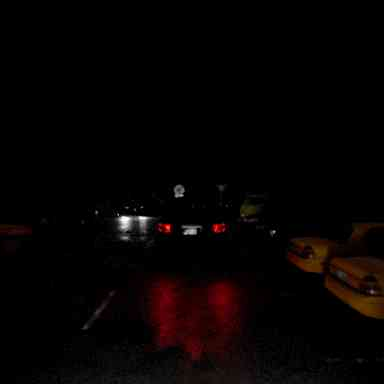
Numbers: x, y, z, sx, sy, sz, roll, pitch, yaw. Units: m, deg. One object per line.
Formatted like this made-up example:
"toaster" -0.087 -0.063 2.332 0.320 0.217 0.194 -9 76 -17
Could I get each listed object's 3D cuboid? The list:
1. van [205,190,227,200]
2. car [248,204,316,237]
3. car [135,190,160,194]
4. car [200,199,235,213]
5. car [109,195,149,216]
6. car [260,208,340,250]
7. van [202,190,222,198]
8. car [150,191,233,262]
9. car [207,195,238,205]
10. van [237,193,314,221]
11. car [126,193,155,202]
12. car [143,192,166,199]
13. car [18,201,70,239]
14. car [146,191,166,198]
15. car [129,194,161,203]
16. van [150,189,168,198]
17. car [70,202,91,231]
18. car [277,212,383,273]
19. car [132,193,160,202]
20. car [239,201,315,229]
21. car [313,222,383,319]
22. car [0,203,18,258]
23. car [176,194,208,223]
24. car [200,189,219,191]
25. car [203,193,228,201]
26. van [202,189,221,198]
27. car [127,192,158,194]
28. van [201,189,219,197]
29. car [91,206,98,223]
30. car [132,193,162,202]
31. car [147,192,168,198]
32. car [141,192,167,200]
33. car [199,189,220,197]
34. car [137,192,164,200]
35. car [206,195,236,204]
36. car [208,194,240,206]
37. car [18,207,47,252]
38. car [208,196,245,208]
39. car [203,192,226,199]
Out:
"van" 4.864 0.634 69.093 4.442 1.987 1.878 0 1 0
"car" 5.045 1.417 14.387 4.674 1.452 2.002 0 1 0
"car" -8.295 0.950 55.127 5.566 2.045 2.435 0 1 0
"car" 2.719 1.446 36.151 1.994 1.385 4.181 2 -1 -25
"car" -5.745 1.226 28.652 1.837 1.490 4.892 2 -2 -30
"car" 5.070 1.449 11.475 4.792 1.488 2.163 0 1 0
"van" 4.634 0.468 77.255 4.442 1.987 1.878 0 1 0
"car" 0.033 1.154 11.997 2.150 2.045 5.566 0 1 1
"car" 4.729 1.299 52.361 4.792 1.488 2.163 0 1 0
"van" 4.917 1.060 19.841 4.442 1.987 1.878 -1 1 0
"car" -8.349 1.367 49.584 4.792 1.488 2.163 0 1 0
"car" -8.342 0.744 74.550 4.892 1.521 2.231 0 1 0
"car" -8.006 1.255 14.193 4.553 1.767 2.185 0 1 0
"car" -8.307 0.567 77.327 4.553 1.767 2.185 0 1 0
"car" -8.140 1.130 57.909 5.366 1.575 1.946 0 1 0
"van" -8.225 0.376 82.875 4.442 1.987 1.878 0 1 0
"car" -8.008 1.363 16.981 4.792 1.488 2.163 0 1 0
"car" 5.227 1.448 8.683 5.366 1.575 1.946 0 1 0
"car" -8.321 1.065 60.685 4.892 1.521 2.231 0 1 0
"car" 5.045 1.370 17.172 4.674 1.452 2.002 0 1 0
"car" 5.226 1.469 5.887 5.366 1.575 1.946 0 1 0
"car" -8.010 1.200 8.620 5.566 2.045 2.435 0 1 0
"car" -0.022 1.100 24.124 2.097 1.767 4.553 0 1 -1
"car" 4.780 0.746 63.431 5.566 2.045 2.435 0 1 0
"car" 4.721 0.958 66.206 4.792 1.488 2.163 0 1 0
"van" 4.855 0.377 82.811 4.442 1.987 1.878 0 1 0
"car" -8.316 1.269 52.358 5.008 1.535 2.097 0 1 0
"van" 4.620 0.333 85.580 4.442 1.987 1.878 0 1 0
"car" -8.066 1.315 19.764 4.792 1.488 2.163 0 1 0
"car" -8.514 0.993 63.459 5.366 1.575 1.946 0 1 0
"car" -8.310 0.676 80.102 4.792 1.488 2.163 0 1 0
"car" -8.149 0.796 71.783 5.366 1.575 1.946 0 1 0
"car" 4.705 0.220 91.119 5.566 2.045 2.435 0 1 0
"car" -8.518 0.856 69.131 5.366 1.575 1.946 0 1 0
"car" 4.754 1.241 55.130 4.674 1.452 2.002 0 1 0
"car" 4.791 1.209 49.712 4.553 1.767 2.185 0 1 0
"car" -8.043 1.421 11.416 5.008 1.535 2.097 0 1 0
"car" 4.757 1.402 46.945 5.008 1.535 2.097 0 1 0
"car" 4.774 0.827 71.869 4.792 1.488 2.163 0 1 0
